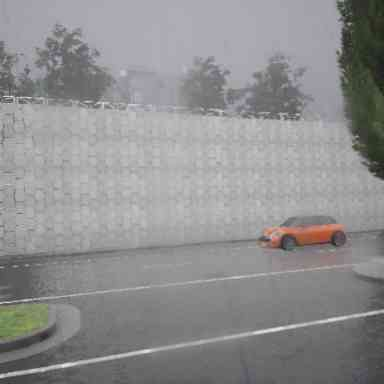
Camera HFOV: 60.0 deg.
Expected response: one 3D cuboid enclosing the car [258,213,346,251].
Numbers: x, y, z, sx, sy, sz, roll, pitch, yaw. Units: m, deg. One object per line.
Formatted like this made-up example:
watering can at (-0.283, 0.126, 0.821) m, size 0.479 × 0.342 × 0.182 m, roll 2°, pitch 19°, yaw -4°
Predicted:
car at (5.793, 2.073, 17.797) m, size 4.553 × 1.767 × 2.097 m, roll -1°, pitch -3°, yaw -17°
